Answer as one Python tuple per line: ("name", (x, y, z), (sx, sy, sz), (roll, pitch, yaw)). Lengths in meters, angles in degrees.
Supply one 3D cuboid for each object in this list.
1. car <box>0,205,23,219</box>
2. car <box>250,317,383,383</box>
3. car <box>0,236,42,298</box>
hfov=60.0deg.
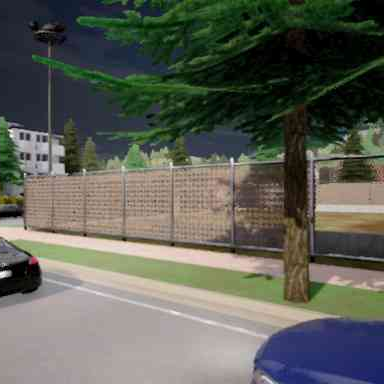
("car", (-16.844, 1.808, 29.800), (1.895, 1.301, 4.718), (-1, 0, 35))
("car", (2.643, 1.518, 2.092), (4.674, 1.442, 1.812), (-1, 0, 35))
("car", (-5.381, 1.628, 7.783), (4.181, 1.385, 1.994), (-1, 0, 36))
